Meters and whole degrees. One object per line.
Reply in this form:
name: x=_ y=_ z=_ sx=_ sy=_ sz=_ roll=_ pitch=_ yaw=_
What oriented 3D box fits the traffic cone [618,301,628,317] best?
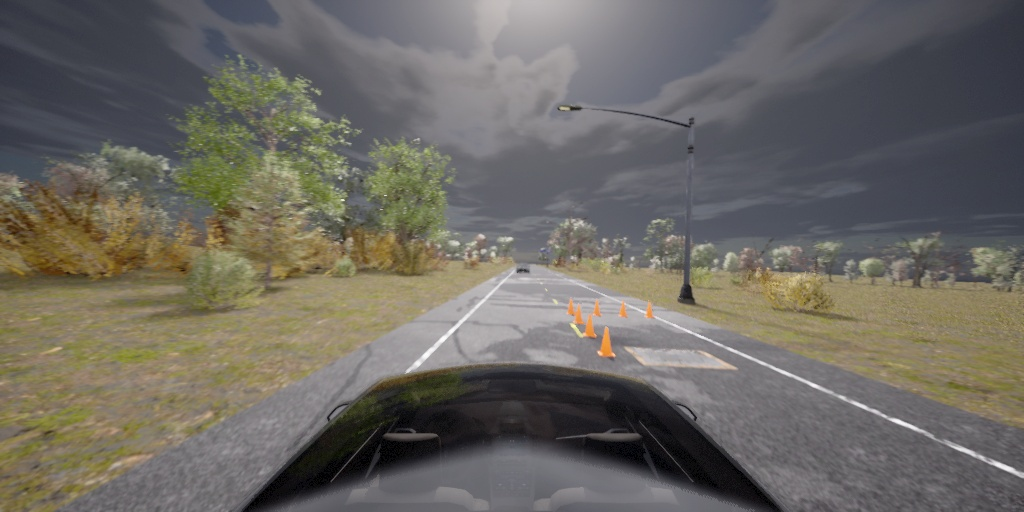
traffic cone: x=4.264 y=2.011 z=13.806 sx=0.340 sy=0.580 sz=0.340 roll=0 pitch=0 yaw=2

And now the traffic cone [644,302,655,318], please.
traffic cone: x=5.263 y=2.048 z=13.771 sx=0.340 sy=0.580 sz=0.340 roll=0 pitch=0 yaw=2

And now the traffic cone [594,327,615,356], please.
traffic cone: x=2.060 y=1.856 z=7.880 sx=0.340 sy=0.580 sz=0.340 roll=0 pitch=0 yaw=2

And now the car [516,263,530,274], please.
car: x=1.735 y=1.840 z=55.713 sx=2.097 sy=1.767 sz=4.553 roll=2 pitch=-1 yaw=2

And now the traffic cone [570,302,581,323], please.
traffic cone: x=2.198 y=1.910 z=11.877 sx=0.340 sy=0.580 sz=0.340 roll=0 pitch=0 yaw=2

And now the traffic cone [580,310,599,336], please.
traffic cone: x=2.129 y=1.883 z=9.878 sx=0.340 sy=0.580 sz=0.340 roll=0 pitch=0 yaw=2

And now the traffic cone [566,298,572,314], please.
traffic cone: x=2.267 y=1.937 z=13.876 sx=0.340 sy=0.580 sz=0.340 roll=0 pitch=0 yaw=2

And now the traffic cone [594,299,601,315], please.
traffic cone: x=3.266 y=1.974 z=13.841 sx=0.340 sy=0.580 sz=0.340 roll=0 pitch=0 yaw=2
